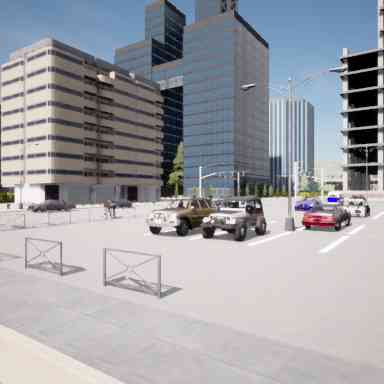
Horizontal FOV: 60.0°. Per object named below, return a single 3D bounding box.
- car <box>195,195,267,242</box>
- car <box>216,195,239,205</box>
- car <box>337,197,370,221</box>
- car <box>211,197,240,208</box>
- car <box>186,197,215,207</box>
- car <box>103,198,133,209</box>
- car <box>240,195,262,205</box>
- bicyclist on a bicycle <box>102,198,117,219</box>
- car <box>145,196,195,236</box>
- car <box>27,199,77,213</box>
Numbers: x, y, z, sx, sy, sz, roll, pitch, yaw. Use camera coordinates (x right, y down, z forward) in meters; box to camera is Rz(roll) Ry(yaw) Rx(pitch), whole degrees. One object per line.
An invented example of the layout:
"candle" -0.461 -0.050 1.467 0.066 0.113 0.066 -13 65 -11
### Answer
"car" 2.094 1.156 15.617 1.905 1.878 3.866 0 0 34
"car" 6.360 1.352 58.781 2.097 1.767 4.553 0 0 34
"car" 14.097 1.395 28.592 1.970 1.475 3.806 0 0 34
"car" 5.135 1.547 50.475 2.033 1.411 5.357 0 0 33
"car" 1.322 1.492 51.149 2.128 1.511 4.902 0 0 34
"car" -10.329 1.564 46.550 1.994 1.385 4.181 0 0 35
"car" 10.395 1.352 58.354 2.097 1.767 4.553 0 0 34
"bicyclist on a bicycle" -6.520 1.302 26.229 1.656 1.620 0.582 0 0 34
"car" -0.276 1.153 17.279 1.932 1.855 4.605 0 0 34
"car" -15.954 1.547 38.177 2.033 1.411 5.357 0 0 34
